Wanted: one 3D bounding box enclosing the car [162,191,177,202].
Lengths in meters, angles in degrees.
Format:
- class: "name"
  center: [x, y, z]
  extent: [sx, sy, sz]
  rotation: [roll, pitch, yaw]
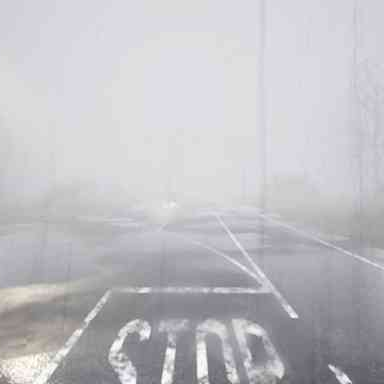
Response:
- class: "car"
  center: [-3.315, 0.643, 48.840]
  extent: [2.128, 1.511, 4.902]
  rotation: [0, 1, 0]
